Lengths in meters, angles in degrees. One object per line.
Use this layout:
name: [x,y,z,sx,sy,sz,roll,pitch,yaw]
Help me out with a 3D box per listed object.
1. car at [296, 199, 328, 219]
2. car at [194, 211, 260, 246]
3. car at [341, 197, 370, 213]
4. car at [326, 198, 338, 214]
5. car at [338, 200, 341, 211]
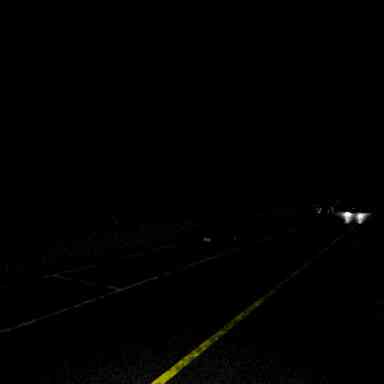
car: [10.446,1.593,29.474,1.802,1.307,4.206,0,0,32]
car: [1.756,1.571,15.359,1.947,1.339,4.313,0,0,32]
car: [18.313,1.580,37.245,1.994,1.385,4.181,0,0,32]
car: [13.342,1.579,34.179,1.947,1.339,4.313,0,0,32]
car: [16.239,1.455,38.884,1.967,1.590,4.097,0,0,32]
